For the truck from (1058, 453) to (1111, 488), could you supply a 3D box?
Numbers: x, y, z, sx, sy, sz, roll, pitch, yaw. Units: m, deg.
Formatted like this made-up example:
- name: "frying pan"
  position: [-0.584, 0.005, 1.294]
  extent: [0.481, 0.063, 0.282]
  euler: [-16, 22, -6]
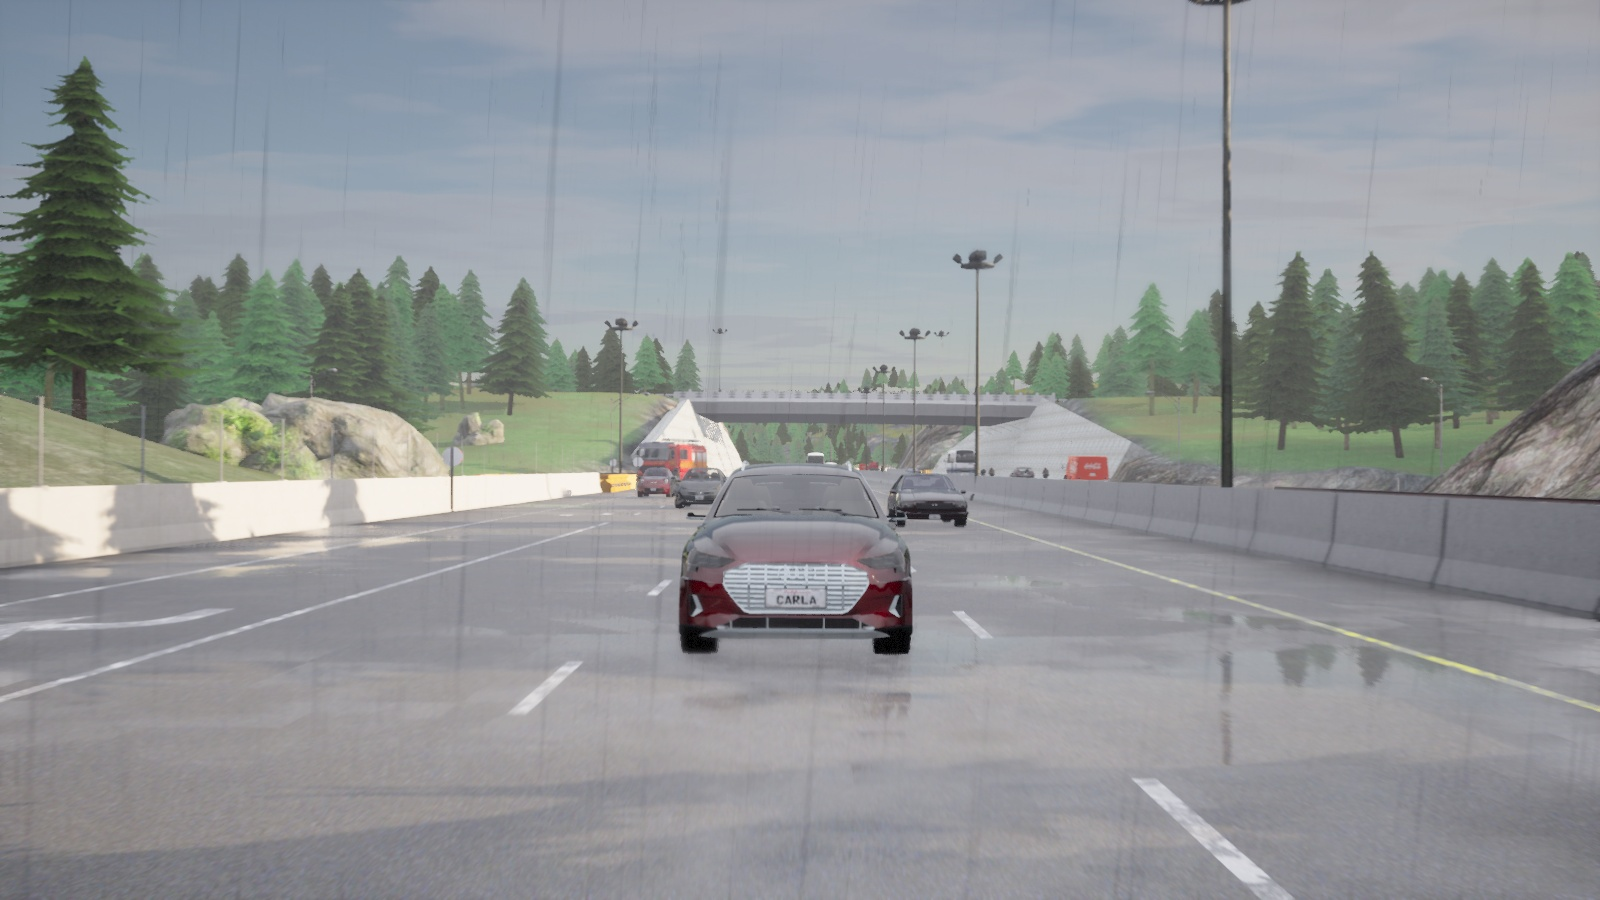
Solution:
- name: "truck"
  position: [20.780, 1.506, 91.907]
  extent: [2.627, 2.467, 5.204]
  euler: [0, -1, 0]

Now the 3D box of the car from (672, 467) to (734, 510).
- name: "car"
  position: [-3.613, 1.425, 47.576]
  extent: [2.007, 1.525, 4.514]
  euler: [0, -1, 0]

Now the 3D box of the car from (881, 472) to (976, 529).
- name: "car"
  position: [3.419, 1.317, 34.410]
  extent: [2.033, 1.411, 5.357]
  euler: [0, -1, 0]

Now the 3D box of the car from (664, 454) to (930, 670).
- name: "car"
  position: [-0.029, 0.907, 12.067]
  extent: [2.033, 1.649, 4.856]
  euler: [0, -1, 0]

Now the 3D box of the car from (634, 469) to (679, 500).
- name: "car"
  position: [-7.149, 1.718, 62.994]
  extent: [1.845, 1.501, 3.633]
  euler: [0, -1, 0]
